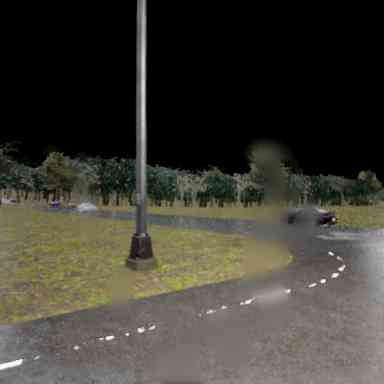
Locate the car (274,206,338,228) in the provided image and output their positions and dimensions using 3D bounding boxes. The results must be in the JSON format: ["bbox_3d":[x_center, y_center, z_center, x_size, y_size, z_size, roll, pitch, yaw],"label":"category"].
[{"bbox_3d":[8.576,1.851,25.486,1.882,1.535,5.008,3,-3,-36],"label":"car"}]

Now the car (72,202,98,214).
[{"bbox_3d":[-14.436,2.220,45.619,1.812,1.442,4.674,3,-3,-35],"label":"car"}]

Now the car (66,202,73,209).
[{"bbox_3d":[-26.825,3.027,74.922,1.837,1.490,4.892,3,-3,-36],"label":"car"}]
